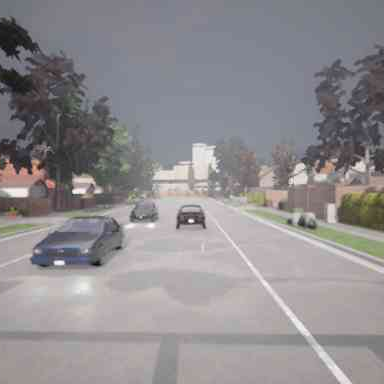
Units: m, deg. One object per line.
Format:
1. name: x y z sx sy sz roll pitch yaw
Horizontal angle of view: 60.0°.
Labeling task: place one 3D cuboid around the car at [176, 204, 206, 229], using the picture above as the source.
1. car: -0.065 1.526 21.683 1.812 1.442 4.674 0 0 0

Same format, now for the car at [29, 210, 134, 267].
1. car: -3.633 1.556 11.756 2.033 1.411 5.357 0 0 0

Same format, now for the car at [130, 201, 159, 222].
1. car: -3.670 1.509 26.117 1.837 1.490 4.892 0 1 0
